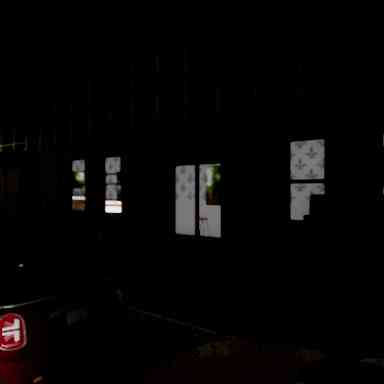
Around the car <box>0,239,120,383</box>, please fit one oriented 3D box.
[{"bbox_3d":[-2.892,1.433,4.926,4.097,1.590,1.967,0,0,35],"label":"car"}]

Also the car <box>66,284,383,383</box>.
[{"bbox_3d":[1.573,1.526,1.753,4.829,1.417,1.752,0,0,35],"label":"car"}]
